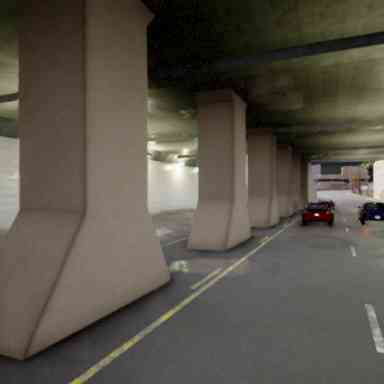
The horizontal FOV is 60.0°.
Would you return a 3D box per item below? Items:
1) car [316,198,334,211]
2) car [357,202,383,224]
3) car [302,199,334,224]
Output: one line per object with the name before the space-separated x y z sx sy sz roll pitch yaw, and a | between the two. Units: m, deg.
car | 15.874 1.427 39.559 1.895 1.301 4.718 0 0 23
car | 12.575 1.408 23.030 1.812 1.442 4.674 0 0 23
car | 8.994 1.462 23.671 1.994 1.385 4.181 0 0 24
